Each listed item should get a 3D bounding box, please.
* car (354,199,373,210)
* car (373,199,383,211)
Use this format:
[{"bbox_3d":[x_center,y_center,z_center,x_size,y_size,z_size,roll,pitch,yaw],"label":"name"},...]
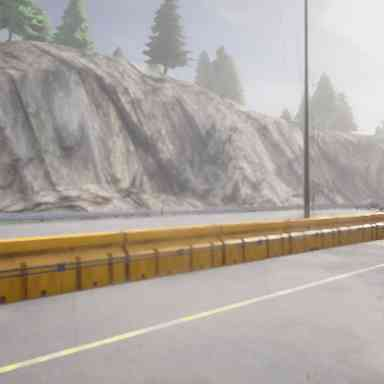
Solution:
[{"bbox_3d":[24.076,1.686,44.987,4.674,1.442,1.812,0,0,-27],"label":"car"},{"bbox_3d":[25.532,1.643,41.812,4.892,1.490,1.837,-1,0,-27],"label":"car"}]
